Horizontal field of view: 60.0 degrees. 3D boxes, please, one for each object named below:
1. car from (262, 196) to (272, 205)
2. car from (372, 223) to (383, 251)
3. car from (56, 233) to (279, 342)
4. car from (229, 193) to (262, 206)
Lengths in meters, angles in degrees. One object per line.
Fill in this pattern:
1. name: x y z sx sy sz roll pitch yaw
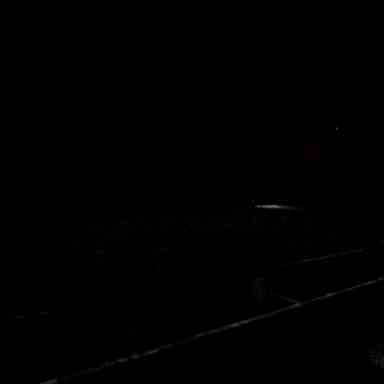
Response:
1. car: 8.802 1.005 44.969 1.994 1.385 4.181 0 1 -35
2. car: 8.623 1.541 12.796 4.403 1.369 2.008 0 0 -35
3. car: -0.242 1.542 6.473 4.507 1.381 1.887 0 0 -35
4. car: 6.198 0.929 43.016 2.128 1.511 4.902 0 1 -35
